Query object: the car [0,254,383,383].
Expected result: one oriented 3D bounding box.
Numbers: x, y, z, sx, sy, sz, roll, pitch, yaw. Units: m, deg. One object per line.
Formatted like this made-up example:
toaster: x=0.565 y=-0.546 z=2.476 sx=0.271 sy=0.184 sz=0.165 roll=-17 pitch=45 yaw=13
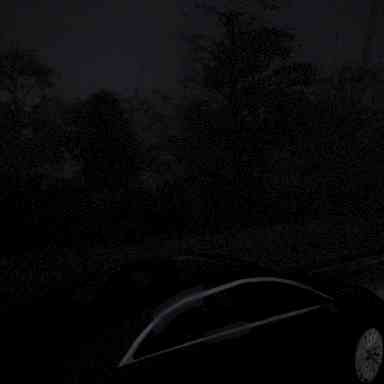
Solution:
car: x=0.292 y=1.472 z=3.648 sx=4.902 sy=1.511 sz=2.128 roll=-1 pitch=0 yaw=-36
